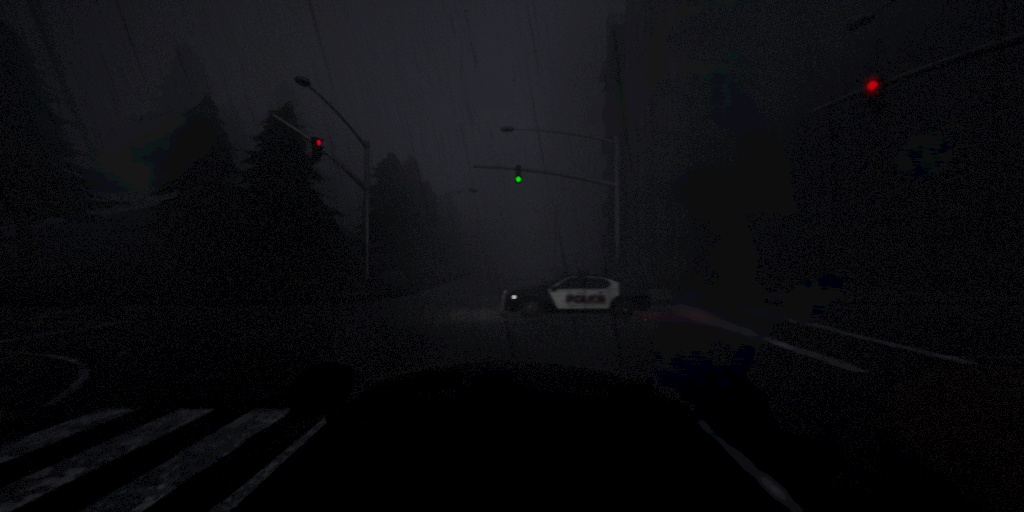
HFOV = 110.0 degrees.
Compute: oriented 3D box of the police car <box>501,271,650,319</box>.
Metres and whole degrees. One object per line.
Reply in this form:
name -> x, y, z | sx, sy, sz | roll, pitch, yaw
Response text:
police car -> 2.132, 1.343, 12.706 | 4.974, 1.542, 2.038 | 0, 0, 2
